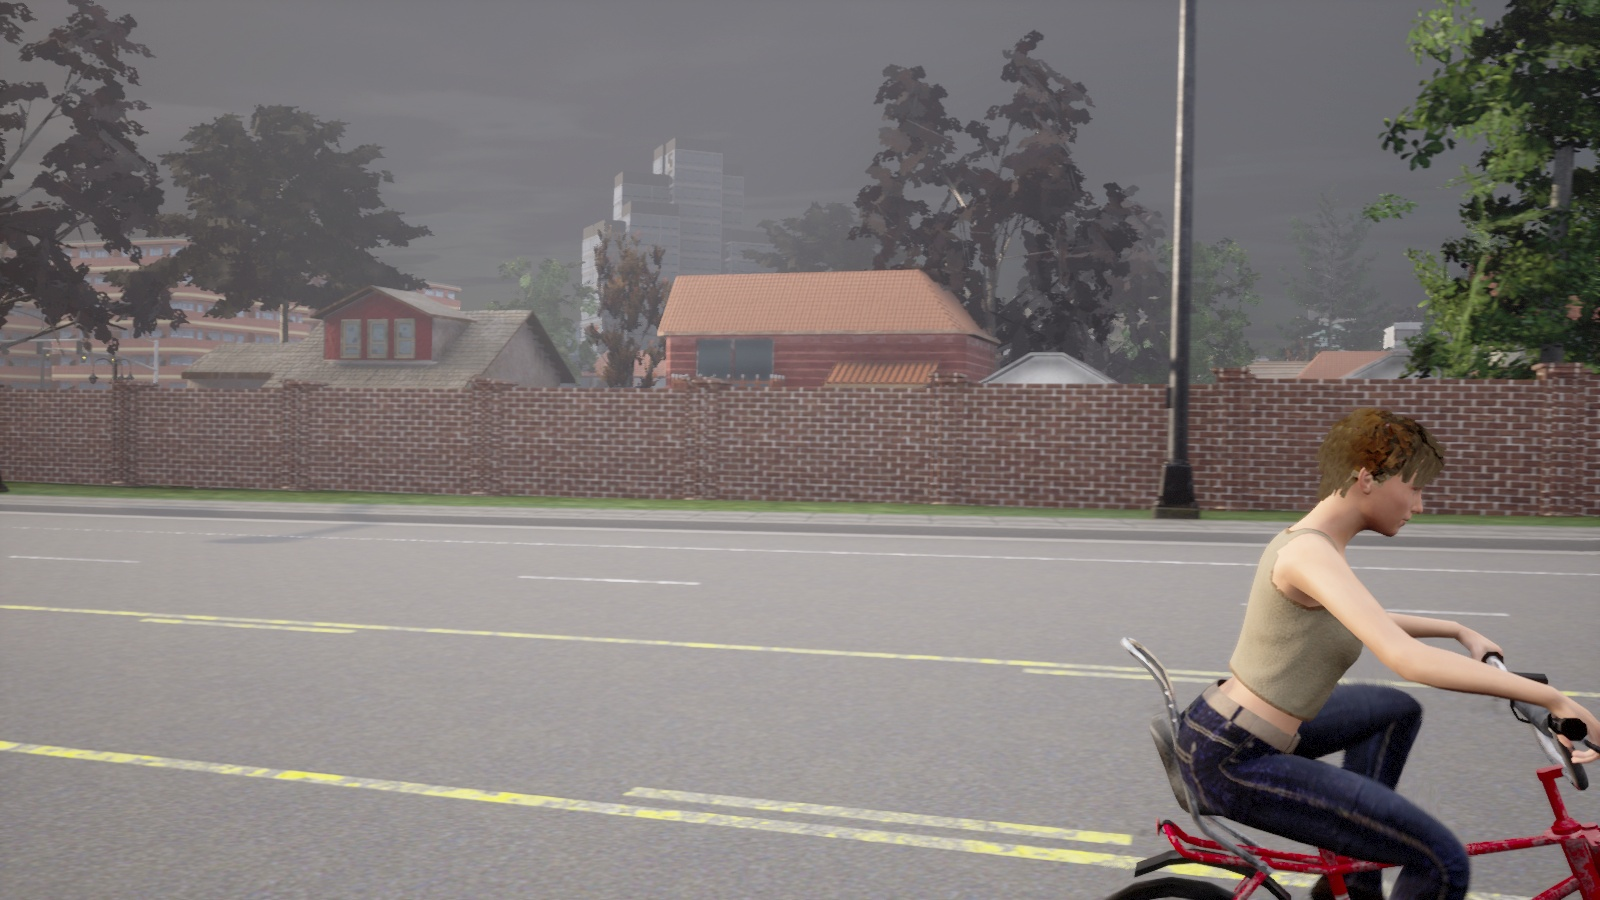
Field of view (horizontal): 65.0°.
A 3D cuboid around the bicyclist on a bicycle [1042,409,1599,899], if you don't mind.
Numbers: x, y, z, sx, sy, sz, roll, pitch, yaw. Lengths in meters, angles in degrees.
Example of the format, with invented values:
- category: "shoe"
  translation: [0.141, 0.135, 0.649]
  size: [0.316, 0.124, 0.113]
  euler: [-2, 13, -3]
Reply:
- category: "bicyclist on a bicycle"
  translation: [1.348, 0.725, 2.735]
  size: [1.509, 1.612, 0.866]
  euler: [1, 1, 18]
